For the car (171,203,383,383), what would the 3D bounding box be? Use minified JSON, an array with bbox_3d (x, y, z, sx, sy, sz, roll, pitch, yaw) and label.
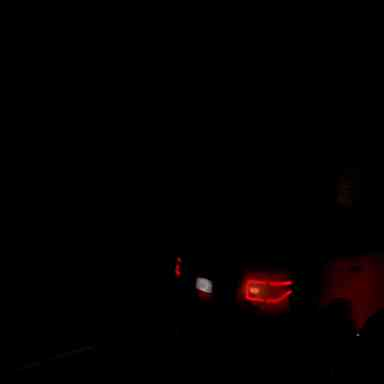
[{"bbox_3d":[2.277,1.203,5.666,5.566,2.045,2.150,0,0,-37],"label":"car"}]
